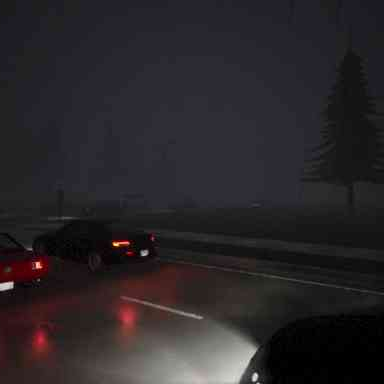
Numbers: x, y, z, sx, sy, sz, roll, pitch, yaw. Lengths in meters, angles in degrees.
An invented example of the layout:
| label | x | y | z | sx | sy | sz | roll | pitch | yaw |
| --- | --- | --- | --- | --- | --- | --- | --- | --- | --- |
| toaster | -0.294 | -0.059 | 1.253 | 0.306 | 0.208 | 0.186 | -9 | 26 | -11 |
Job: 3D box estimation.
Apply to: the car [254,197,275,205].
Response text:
| label | x | y | z | sx | sy | sz | roll | pitch | yaw |
| --- | --- | --- | --- | --- | --- | --- | --- | --- | --- |
| car | 13.298 | 1.539 | 60.683 | 2.033 | 1.411 | 5.357 | 0 | 0 | 37 |

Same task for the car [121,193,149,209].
| label | x | y | z | sx | sy | sz | roll | pitch | yaw |
| --- | --- | --- | --- | --- | --- | --- | --- | --- | --- |
| car | -8.110 | 1.213 | 43.740 | 2.150 | 2.045 | 5.566 | 0 | 0 | 37 |

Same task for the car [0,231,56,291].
| label | x | y | z | sx | sy | sz | roll | pitch | yaw |
| --- | --- | --- | --- | --- | --- | --- | --- | --- | --- |
| car | -5.509 | 1.598 | 7.958 | 4.718 | 1.301 | 1.895 | 0 | 0 | 36 |

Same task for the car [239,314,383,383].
| label | x | y | z | sx | sy | sz | roll | pitch | yaw |
| --- | --- | --- | --- | --- | --- | --- | --- | --- | --- |
| car | 2.392 | 1.564 | 2.267 | 4.181 | 1.385 | 1.994 | 0 | 0 | 36 |

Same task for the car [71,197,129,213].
| label | x | y | z | sx | sy | sz | roll | pitch | yaw |
| --- | --- | --- | --- | --- | --- | --- | --- | --- | --- |
| car | -8.562 | 1.517 | 31.342 | 1.812 | 1.442 | 4.674 | 0 | 0 | 36 |

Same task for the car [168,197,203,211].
| label | x | y | z | sx | sy | sz | roll | pitch | yaw |
| --- | --- | --- | --- | --- | --- | --- | --- | --- | --- |
| car | -1.015 | 1.518 | 41.518 | 1.812 | 1.442 | 4.674 | 0 | 0 | 36 |

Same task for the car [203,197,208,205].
| label | x | y | z | sx | sy | sz | roll | pitch | yaw |
| --- | --- | --- | --- | --- | --- | --- | --- | --- | --- |
| car | 1.003 | 1.515 | 55.983 | 1.812 | 1.442 | 4.674 | 0 | 0 | 36 |

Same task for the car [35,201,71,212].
| label | x | y | z | sx | sy | sz | roll | pitch | yaw |
| --- | --- | --- | --- | --- | --- | --- | --- | --- | --- |
| car | -14.185 | 1.590 | 35.544 | 1.895 | 1.301 | 4.718 | 0 | 0 | 37 |

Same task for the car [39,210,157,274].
| label | x | y | z | sx | sy | sz | roll | pitch | yaw |
| --- | --- | --- | --- | --- | --- | --- | --- | --- | --- |
| car | -3.174 | 1.523 | 10.587 | 4.674 | 1.442 | 1.812 | 0 | 0 | 36 |
